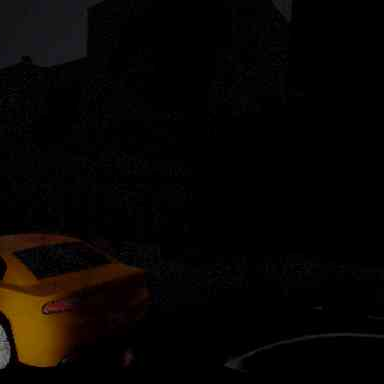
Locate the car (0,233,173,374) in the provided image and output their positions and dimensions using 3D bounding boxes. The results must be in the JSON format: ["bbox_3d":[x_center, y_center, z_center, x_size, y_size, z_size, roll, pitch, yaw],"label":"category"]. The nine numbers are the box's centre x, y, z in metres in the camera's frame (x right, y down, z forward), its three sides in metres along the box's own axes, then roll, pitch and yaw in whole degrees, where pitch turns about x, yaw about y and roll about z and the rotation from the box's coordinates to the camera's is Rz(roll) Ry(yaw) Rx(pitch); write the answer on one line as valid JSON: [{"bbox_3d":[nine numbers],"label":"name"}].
[{"bbox_3d":[-2.975,1.453,5.652,5.008,1.535,2.097,0,0,35],"label":"car"}]
